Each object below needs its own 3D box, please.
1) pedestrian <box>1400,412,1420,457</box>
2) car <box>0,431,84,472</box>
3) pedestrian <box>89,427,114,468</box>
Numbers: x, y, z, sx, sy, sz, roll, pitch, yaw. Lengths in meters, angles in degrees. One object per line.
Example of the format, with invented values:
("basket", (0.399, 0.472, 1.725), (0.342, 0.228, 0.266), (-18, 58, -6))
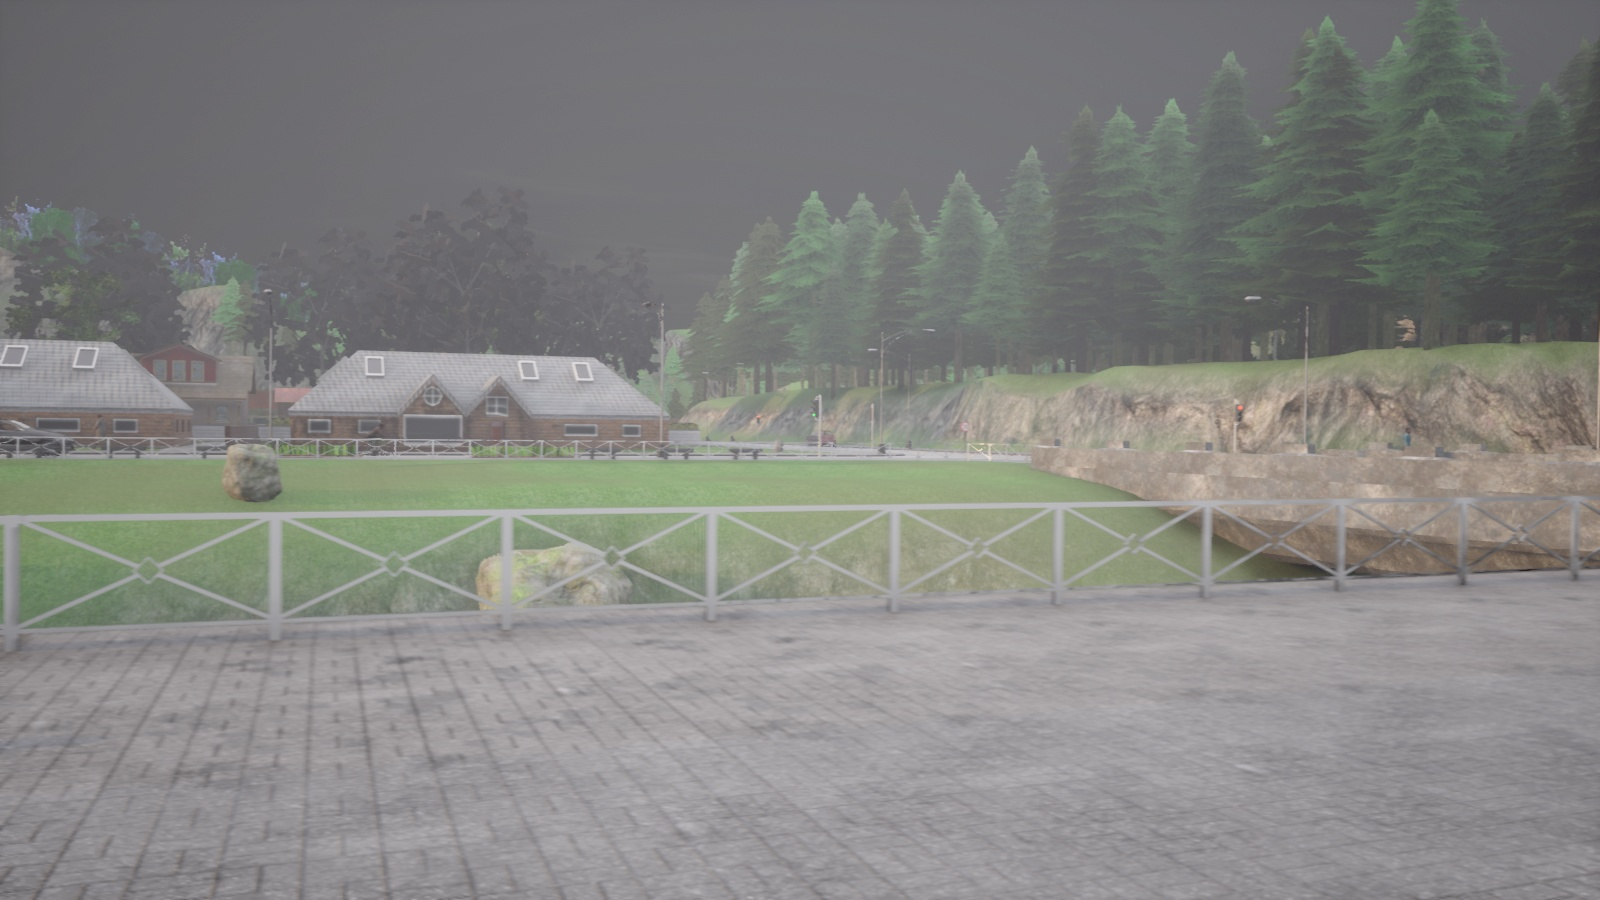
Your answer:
("pedestrian", (26.471, -0.665, 54.496), (0.396, 1.930, 0.692), (-1, 1, -21))
("car", (-33.180, 0.076, 52.844), (5.027, 1.651, 2.152), (-1, 1, -21))
("pedestrian", (-34.041, -0.120, 61.216), (0.873, 1.952, 0.659), (-1, 1, -7))
